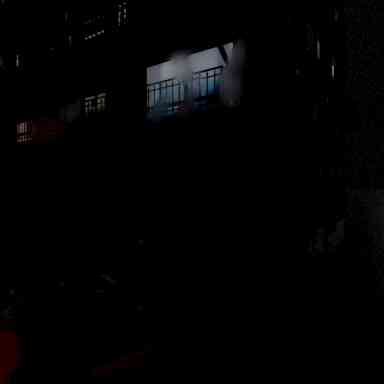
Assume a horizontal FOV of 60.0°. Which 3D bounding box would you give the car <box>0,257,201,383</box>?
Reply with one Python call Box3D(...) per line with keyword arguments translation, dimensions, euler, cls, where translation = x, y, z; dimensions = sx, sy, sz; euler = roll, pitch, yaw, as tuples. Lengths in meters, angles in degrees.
Box3D(translation=(-2.013, 1.545, 4.307), dimensions=(4.507, 1.381, 1.887), euler=(0, 0, 35), cls="car")
